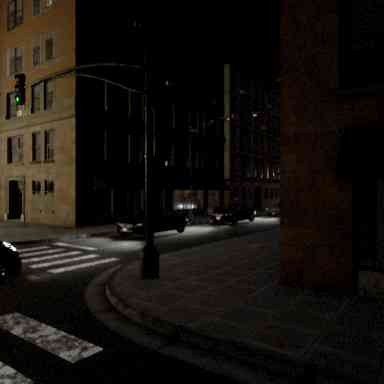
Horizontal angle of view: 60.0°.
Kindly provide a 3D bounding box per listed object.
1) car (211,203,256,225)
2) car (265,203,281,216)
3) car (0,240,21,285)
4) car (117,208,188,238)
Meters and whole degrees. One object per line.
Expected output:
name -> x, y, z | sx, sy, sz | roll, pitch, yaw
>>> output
car -> 3.308, 1.623, 25.861 | 2.128, 1.511, 4.902 | 0, 0, 35
car -> 9.217, 1.787, 34.120 | 1.895, 1.301, 4.718 | 0, 0, 36
car -> -6.306, 1.368, 7.315 | 2.097, 1.767, 4.553 | 0, 0, 36
car -> -2.027, 1.607, 18.392 | 1.812, 1.442, 4.674 | 0, 0, 34
